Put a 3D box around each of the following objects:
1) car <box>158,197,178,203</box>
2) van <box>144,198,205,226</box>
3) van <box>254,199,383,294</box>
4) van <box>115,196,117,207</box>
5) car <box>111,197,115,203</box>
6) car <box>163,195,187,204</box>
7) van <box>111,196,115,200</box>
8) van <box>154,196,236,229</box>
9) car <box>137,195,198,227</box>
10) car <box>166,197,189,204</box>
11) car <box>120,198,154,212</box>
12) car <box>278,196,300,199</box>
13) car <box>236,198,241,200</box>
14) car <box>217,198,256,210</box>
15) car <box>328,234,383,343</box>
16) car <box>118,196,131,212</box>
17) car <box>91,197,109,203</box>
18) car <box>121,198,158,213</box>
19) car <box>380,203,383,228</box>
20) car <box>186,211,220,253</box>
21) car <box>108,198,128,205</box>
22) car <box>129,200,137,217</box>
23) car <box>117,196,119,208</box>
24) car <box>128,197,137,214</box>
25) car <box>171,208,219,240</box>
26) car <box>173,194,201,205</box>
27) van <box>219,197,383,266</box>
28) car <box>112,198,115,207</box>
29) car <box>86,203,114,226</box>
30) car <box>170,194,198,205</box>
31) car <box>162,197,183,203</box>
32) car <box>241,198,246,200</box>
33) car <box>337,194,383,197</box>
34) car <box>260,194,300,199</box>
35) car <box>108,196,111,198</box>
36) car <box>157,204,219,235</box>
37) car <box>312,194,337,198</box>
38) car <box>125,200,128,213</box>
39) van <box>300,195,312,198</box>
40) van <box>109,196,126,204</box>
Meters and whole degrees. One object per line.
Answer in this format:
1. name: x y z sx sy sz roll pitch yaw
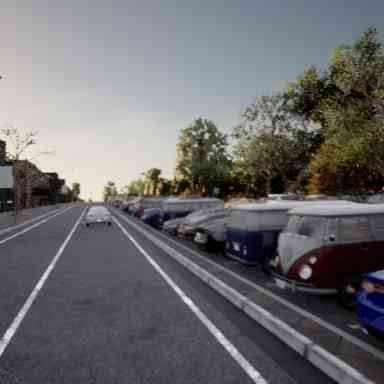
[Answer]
1. car: -6.538 2.076 89.236 5.008 1.535 2.097 -1 0 -16
2. van: -1.425 1.494 26.317 4.442 1.987 1.878 -1 0 -16
3. van: 3.922 1.254 7.433 4.442 1.987 1.878 -1 -1 -17
4. van: -9.607 1.765 53.129 4.442 1.987 1.878 -1 0 -17
5. car: -11.905 2.098 61.217 4.792 1.488 2.163 -1 0 -16
6. car: -4.195 1.721 81.222 5.566 2.045 2.435 -1 0 -17
7. van: -12.790 1.872 63.880 4.442 1.987 1.878 -1 0 -17
8. van: 0.166 1.440 20.944 4.442 1.987 1.878 -1 0 -17
9. car: -0.768 1.445 23.588 5.566 2.045 2.435 -1 0 -16
10. car: -3.376 1.940 78.556 5.008 1.535 2.097 -1 0 -17
11. car: -7.931 1.810 47.778 4.553 1.767 2.185 -1 0 -17
12. car: 11.033 1.451 30.565 5.366 1.575 1.946 -1 0 -17
13. car: 6.737 1.591 43.767 5.366 1.575 1.946 -1 0 -17
14. car: 6.132 1.617 46.483 4.892 1.521 2.231 -1 0 -16
15. car: 4.831 1.430 4.771 5.008 1.535 2.097 -1 -1 -17
16. car: -5.544 1.604 39.715 5.566 2.045 2.435 -1 0 -17
17. car: -11.394 1.862 39.925 2.097 1.767 4.553 -1 0 -16
18. car: -7.135 1.783 45.090 4.553 1.767 2.185 -1 0 -16
19. car: 14.035 1.369 19.874 4.792 1.488 2.163 -1 0 -16
20. car: 2.478 1.594 12.846 4.792 1.488 2.163 -1 -1 -16
21. car: -19.043 2.343 85.411 5.008 1.535 2.097 -1 0 -17
22. car: -3.129 1.776 31.658 4.892 1.521 2.231 -1 0 -17
23. car: -6.339 1.631 42.403 5.566 2.045 2.435 -1 0 -17
24. car: -3.892 1.676 34.356 4.553 1.767 2.185 -1 0 -17
25. car: 1.651 1.642 15.529 4.674 1.452 2.002 -1 0 -17
26. car: -1.067 1.605 70.659 5.566 2.045 2.435 -1 0 -17
27. van: 3.351 1.293 10.185 4.442 1.987 1.878 -1 -1 -17
28. car: -10.291 2.015 55.848 5.008 1.535 2.097 -1 0 -16
29. car: -7.478 1.892 26.660 1.812 1.442 4.674 -1 0 -16
30. car: -1.824 1.631 73.211 5.566 2.045 2.435 -1 0 -16
31. car: -4.924 2.034 83.905 4.792 1.488 2.163 -1 0 -16
32. car: 8.517 1.411 38.507 4.553 1.767 2.185 -1 0 -16
33. car: 13.186 1.123 22.520 5.566 2.045 2.435 -1 0 -16
34. car: 10.088 1.233 33.183 5.566 2.045 2.435 -1 0 -17
35. car: -15.065 2.176 71.972 5.008 1.535 2.097 -1 0 -17
36. car: 0.863 1.636 18.219 4.892 1.521 2.231 -1 0 -17
37. car: 12.452 1.153 25.199 5.566 2.045 2.435 -1 0 -17
38. car: -4.716 1.869 37.034 4.674 1.452 2.002 -1 0 -17
39. van: 11.749 1.203 27.886 4.442 1.987 1.878 -1 0 -17
40. van: -19.727 2.151 88.135 4.442 1.987 1.878 -1 0 -17
